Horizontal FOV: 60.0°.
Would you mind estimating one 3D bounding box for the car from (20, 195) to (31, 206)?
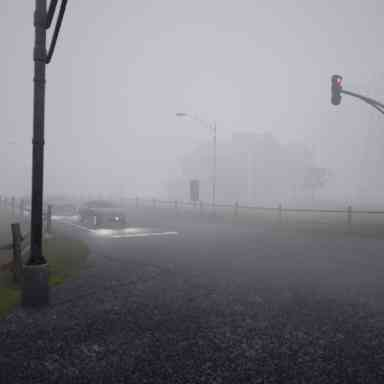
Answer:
[{"bbox_3d":[-19.308,1.002,39.919,1.895,1.301,4.718,1,0,-35],"label":"car"}]

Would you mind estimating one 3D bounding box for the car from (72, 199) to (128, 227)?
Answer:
[{"bbox_3d":[-5.596,1.217,20.557,1.837,1.490,4.892,1,0,-35],"label":"car"}]

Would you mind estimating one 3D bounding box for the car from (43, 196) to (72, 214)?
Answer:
[{"bbox_3d":[-11.614,1.053,29.048,1.882,1.535,5.008,1,0,-35],"label":"car"}]
